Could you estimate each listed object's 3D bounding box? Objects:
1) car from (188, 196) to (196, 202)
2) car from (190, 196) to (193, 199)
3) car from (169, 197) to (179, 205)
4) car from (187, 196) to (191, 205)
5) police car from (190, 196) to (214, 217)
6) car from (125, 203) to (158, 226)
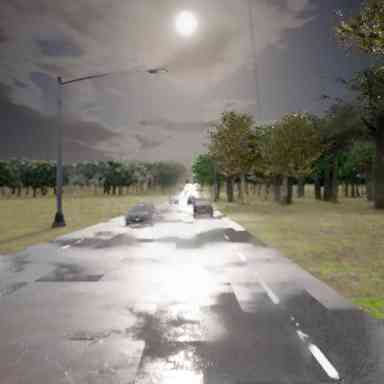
[{"bbox_3d":[0.034,1.738,85.347,1.882,1.535,5.008,0,0,0],"label":"car"},{"bbox_3d":[1.067,1.636,42.716,1.882,1.535,5.008,0,0,0],"label":"car"},{"bbox_3d":[-3.489,1.812,65.255,2.128,1.511,4.902,0,0,0],"label":"car"},{"bbox_3d":[0.026,1.670,66.752,2.097,1.767,4.553,0,0,0],"label":"car"},{"bbox_3d":[1.063,1.532,32.825,1.930,1.638,5.238,0,0,0],"label":"police car"},{"bbox_3d":[-3.588,1.575,24.242,1.837,1.490,4.892,0,0,0],"label":"car"}]
